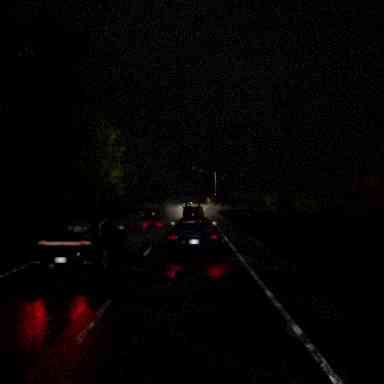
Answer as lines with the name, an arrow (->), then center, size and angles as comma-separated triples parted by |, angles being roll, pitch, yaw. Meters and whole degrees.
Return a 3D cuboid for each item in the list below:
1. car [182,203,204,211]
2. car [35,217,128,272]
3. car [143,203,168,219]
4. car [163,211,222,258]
car -> 0.088, 1.734, 30.850 | 2.128, 1.511, 4.902 | 0, 0, 0
car -> -3.425, 1.583, 11.132 | 2.128, 1.511, 4.902 | 0, 0, 0
car -> -3.412, 1.774, 31.635 | 1.812, 1.442, 4.674 | 0, -1, 0
car -> 0.080, 1.670, 13.227 | 1.994, 1.385, 4.181 | 0, 0, 0
